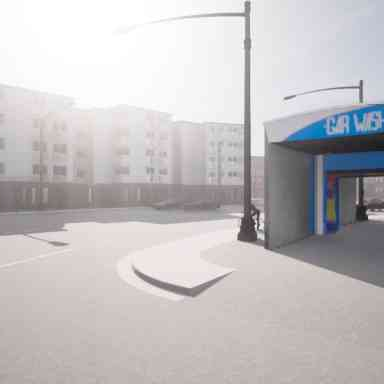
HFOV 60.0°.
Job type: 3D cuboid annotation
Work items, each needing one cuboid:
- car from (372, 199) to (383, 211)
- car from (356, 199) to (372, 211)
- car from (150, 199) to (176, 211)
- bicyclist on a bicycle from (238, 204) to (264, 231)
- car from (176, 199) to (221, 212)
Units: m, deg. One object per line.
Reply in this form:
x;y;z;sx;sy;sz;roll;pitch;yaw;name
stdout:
22.009;1.526;39.913;4.674;1.442;1.812;0;0;-18;car
15.684;1.601;34.084;4.718;1.301;1.895;0;0;-22;car
-2.341;1.547;40.270;5.357;1.411;2.033;0;0;-37;car
3.233;1.301;18.267;1.656;1.620;0.582;0;0;38;bicyclist on a bicycle
0.950;1.601;38.310;4.718;1.301;1.895;0;0;-34;car
